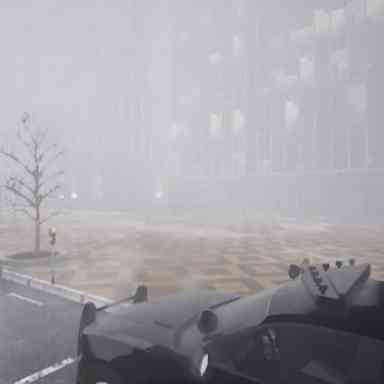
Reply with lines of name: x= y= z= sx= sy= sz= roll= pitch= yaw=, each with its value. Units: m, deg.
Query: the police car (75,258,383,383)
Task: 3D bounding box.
police car: x=1.053 y=1.421 z=2.668 sx=5.238 sy=1.638 sz=1.930 roll=0 pitch=0 yaw=35

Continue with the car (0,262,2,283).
car: x=-6.352 y=1.295 z=6.693 sx=4.553 sy=1.767 sz=2.097 roll=0 pitch=0 yaw=13
